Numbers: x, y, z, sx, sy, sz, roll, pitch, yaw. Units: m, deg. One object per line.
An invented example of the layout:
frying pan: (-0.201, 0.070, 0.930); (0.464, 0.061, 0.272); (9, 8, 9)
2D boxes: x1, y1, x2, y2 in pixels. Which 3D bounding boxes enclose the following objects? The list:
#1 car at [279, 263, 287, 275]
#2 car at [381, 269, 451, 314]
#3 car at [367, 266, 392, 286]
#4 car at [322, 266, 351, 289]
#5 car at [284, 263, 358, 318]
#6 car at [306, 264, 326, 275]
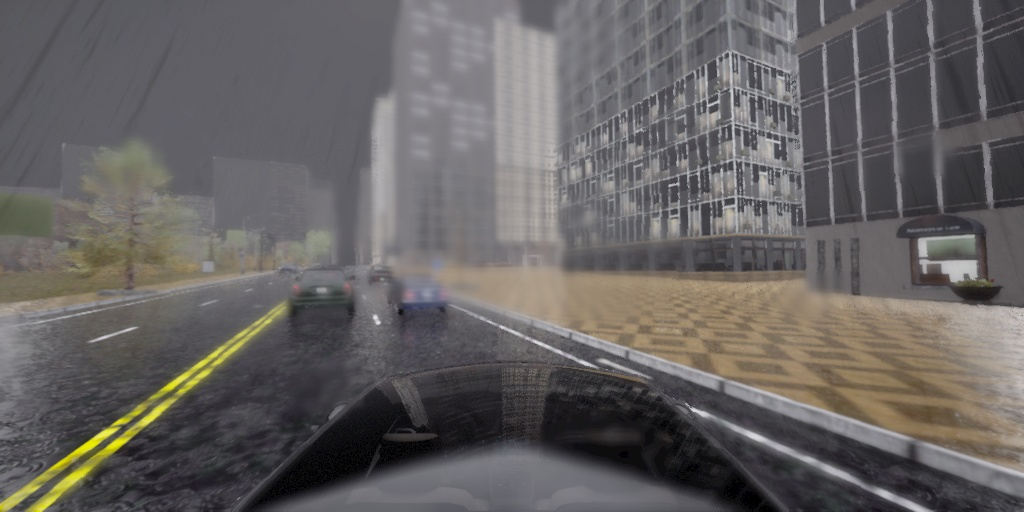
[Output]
car: (-30.794, 1.700, 49.739); (2.097, 1.767, 4.553); (0, -1, -24)
car: (-3.937, 1.434, 14.628); (2.033, 1.411, 5.357); (0, -1, -24)
car: (-10.580, 1.568, 29.144); (1.837, 1.490, 4.892); (0, 0, -24)
car: (-13.535, 1.554, 27.792); (1.837, 1.490, 4.892); (0, 0, -24)
car: (-7.260, 1.232, 14.108); (2.097, 1.767, 4.553); (0, -1, -24)
car: (-27.794, 1.854, 50.992); (2.128, 1.511, 4.902); (0, -1, -24)
